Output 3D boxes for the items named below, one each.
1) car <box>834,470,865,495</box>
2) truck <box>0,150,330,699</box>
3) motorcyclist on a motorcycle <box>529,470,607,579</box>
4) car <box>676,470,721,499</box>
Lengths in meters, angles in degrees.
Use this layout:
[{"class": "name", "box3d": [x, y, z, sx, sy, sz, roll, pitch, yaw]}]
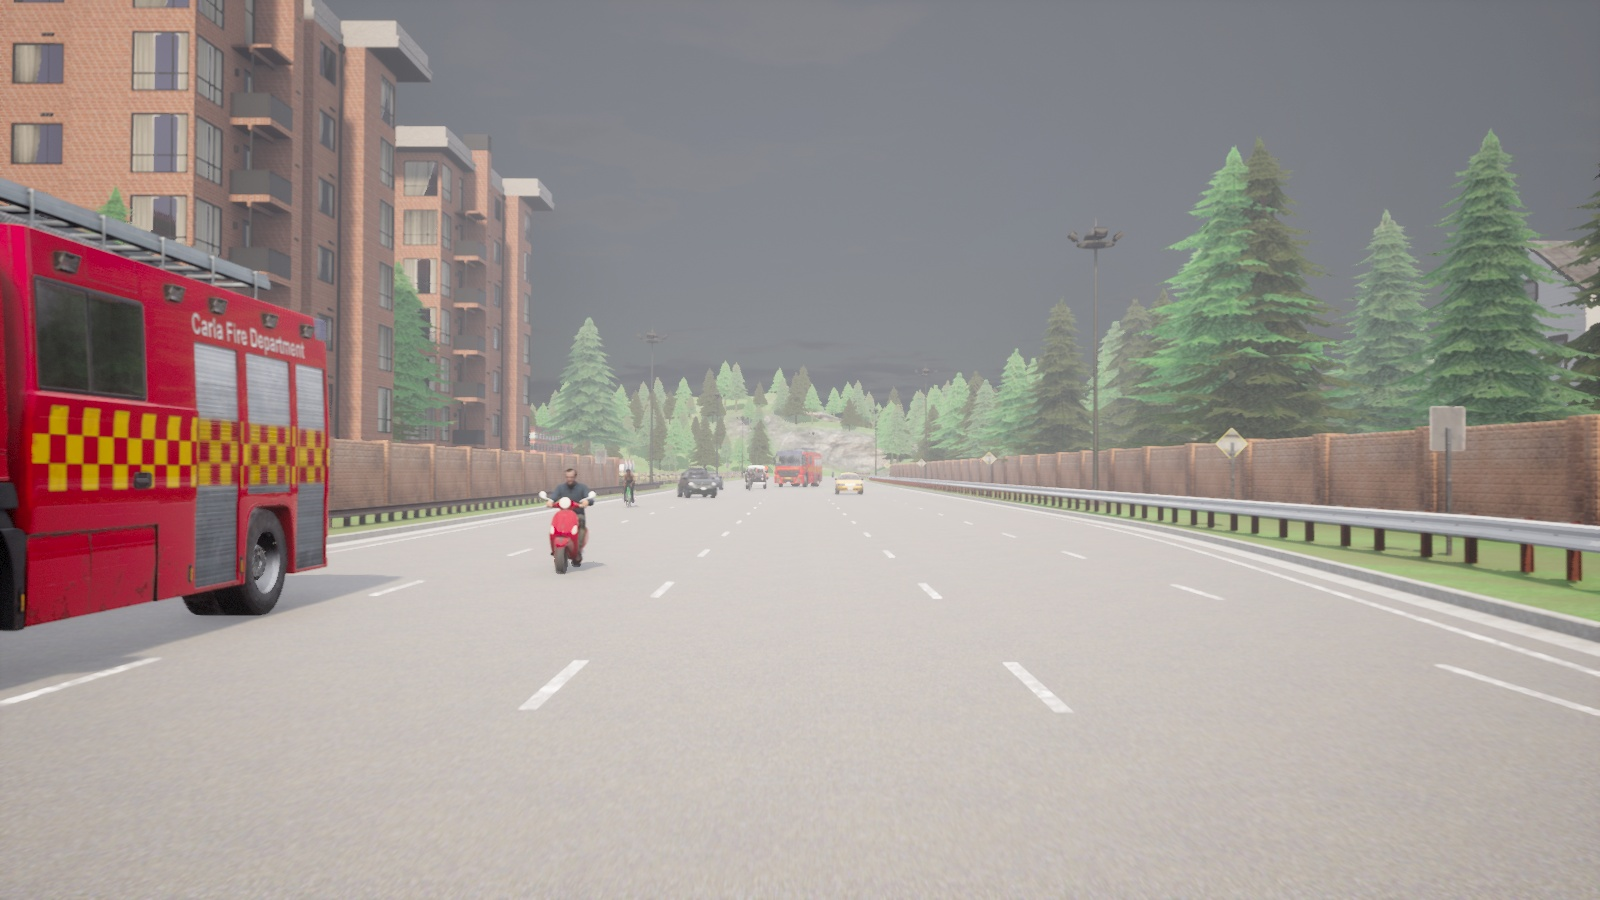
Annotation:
[{"class": "car", "box3d": [3.295, 2.162, 84.485, 1.801, 1.575, 5.366, 0, -1, 0]}, {"class": "truck", "box3d": [-7.030, -0.142, 10.684, 2.891, 3.827, 8.468, 0, -1, 0]}, {"class": "motorcyclist on a motorcycle", "box3d": [-3.547, 1.108, 19.356, 0.866, 1.590, 1.817, 0, -1, 0]}, {"class": "car", "box3d": [-5.820, 1.944, 71.782, 1.851, 1.617, 3.988, 0, -1, -15]}]
